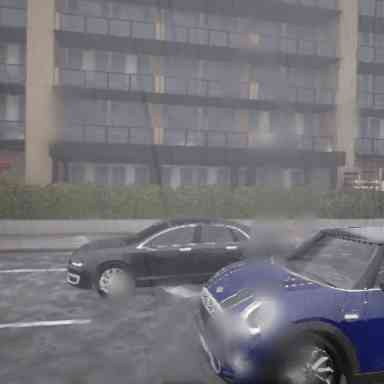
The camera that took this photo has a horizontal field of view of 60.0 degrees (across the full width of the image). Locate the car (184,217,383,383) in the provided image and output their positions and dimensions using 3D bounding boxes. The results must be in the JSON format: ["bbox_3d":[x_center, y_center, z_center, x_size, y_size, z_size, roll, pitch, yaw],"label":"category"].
[{"bbox_3d":[2.362,1.301,4.590,4.553,1.767,2.097,1,1,-11],"label":"car"}]

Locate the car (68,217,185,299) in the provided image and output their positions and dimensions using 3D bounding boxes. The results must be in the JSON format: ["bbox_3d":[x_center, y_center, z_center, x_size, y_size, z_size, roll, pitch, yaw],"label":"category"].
[{"bbox_3d":[-0.249,1.359,7.634,4.892,1.490,1.837,1,1,-11],"label":"car"}]
